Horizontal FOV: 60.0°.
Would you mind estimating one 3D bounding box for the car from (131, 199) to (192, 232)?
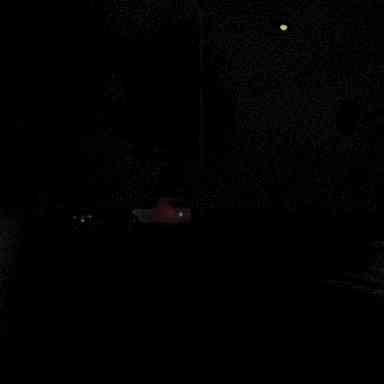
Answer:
[{"bbox_3d":[-2.227,1.490,22.753,2.150,2.045,5.566,0,-1,-35],"label":"car"}]

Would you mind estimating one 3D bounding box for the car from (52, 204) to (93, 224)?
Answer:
[{"bbox_3d":[-10.463,2.014,29.416,2.033,1.411,5.357,0,-1,-35],"label":"car"}]

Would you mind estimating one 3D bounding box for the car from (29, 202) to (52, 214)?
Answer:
[{"bbox_3d":[-19.609,1.915,42.714,1.882,1.535,5.008,0,-1,-35],"label":"car"}]
